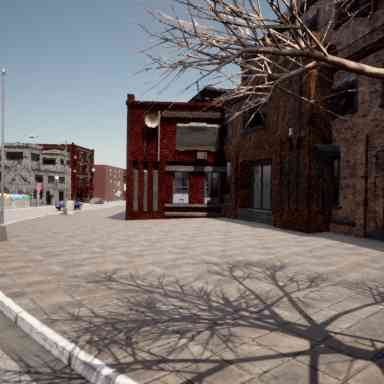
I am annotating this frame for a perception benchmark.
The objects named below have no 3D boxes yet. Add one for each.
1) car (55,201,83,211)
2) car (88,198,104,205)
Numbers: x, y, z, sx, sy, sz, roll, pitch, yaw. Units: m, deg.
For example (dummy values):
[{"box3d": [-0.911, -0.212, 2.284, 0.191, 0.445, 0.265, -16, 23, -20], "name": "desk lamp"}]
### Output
[{"box3d": [-16.275, 1.793, 44.340, 1.895, 1.301, 4.718, 1, 0, 3], "name": "car"}, {"box3d": [-18.652, 1.823, 64.874, 1.812, 1.442, 4.674, 1, 0, 3], "name": "car"}]
